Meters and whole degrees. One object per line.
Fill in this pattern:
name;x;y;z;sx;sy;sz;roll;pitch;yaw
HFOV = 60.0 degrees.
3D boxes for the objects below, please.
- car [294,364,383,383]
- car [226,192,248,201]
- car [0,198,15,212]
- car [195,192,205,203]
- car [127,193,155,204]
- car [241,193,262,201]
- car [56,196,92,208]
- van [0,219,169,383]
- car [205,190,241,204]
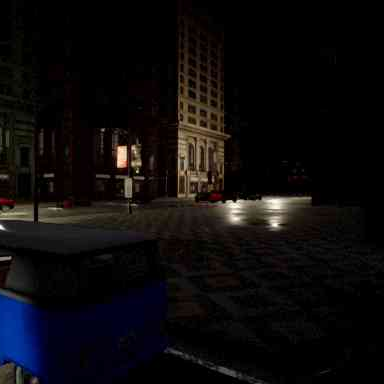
car;2.407;1.582;1.365;4.206;1.307;1.802;0;0;35
car;8.254;0.752;61.126;1.882;1.535;5.008;0;1;35
car;-20.079;1.218;32.443;1.882;1.535;5.008;0;1;35
car;2.441;0.755;52.803;2.097;1.767;4.553;0;1;36
car;-7.624;0.973;50.054;1.837;1.490;4.892;0;1;35
car;10.910;0.856;59.251;1.994;1.385;4.181;0;1;35
car;-14.320;1.177;40.596;1.994;1.385;4.181;0;1;35
van;-2.205;1.341;4.626;3.998;1.788;1.690;0;0;35
car;4.814;0.648;50.538;2.150;2.045;5.566;0;1;36
